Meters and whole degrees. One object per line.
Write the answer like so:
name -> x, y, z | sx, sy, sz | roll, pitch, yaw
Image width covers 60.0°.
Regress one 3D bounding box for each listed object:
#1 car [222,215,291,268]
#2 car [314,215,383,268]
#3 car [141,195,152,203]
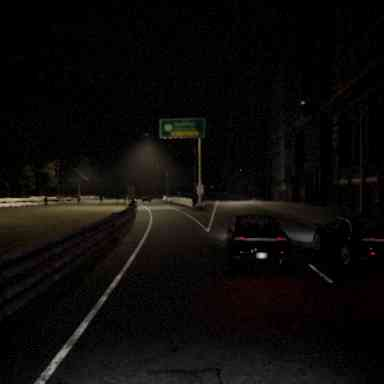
car -> 2.108, 1.527, 11.516 | 2.128, 1.511, 4.902 | 0, 0, 5
car -> 5.599, 1.514, 11.253 | 2.128, 1.511, 4.902 | 0, 0, 5
car -> -9.396, 1.412, 68.500 | 1.837, 1.490, 4.892 | 0, 0, -11
